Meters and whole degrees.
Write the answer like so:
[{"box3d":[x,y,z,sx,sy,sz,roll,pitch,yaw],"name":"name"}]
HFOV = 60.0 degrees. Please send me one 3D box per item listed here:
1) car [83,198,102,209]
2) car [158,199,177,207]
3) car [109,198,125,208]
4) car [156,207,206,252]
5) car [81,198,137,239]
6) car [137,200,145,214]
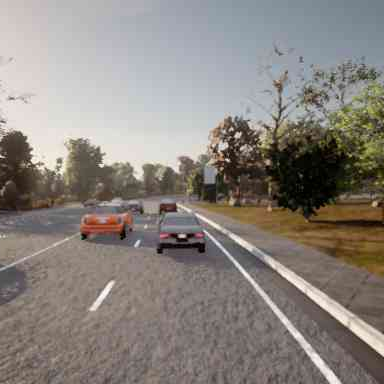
[{"box3d":[-14.777,1.677,49.606,1.994,1.385,4.181,0,0,-6],"name":"car"},{"box3d":[-2.629,1.517,36.126,1.882,1.535,5.008,0,0,-6],"name":"car"},{"box3d":[-11.394,1.640,50.936,1.812,1.442,4.674,0,-1,-6],"name":"car"},{"box3d":[-0.519,1.560,13.886,2.033,1.411,5.357,0,0,-4],"name":"car"},{"box3d":[-4.355,1.374,17.664,2.097,1.767,4.553,0,0,-4],"name":"car"},{"box3d":[-6.074,1.569,35.424,1.812,1.442,4.674,0,0,-6],"name":"car"}]
